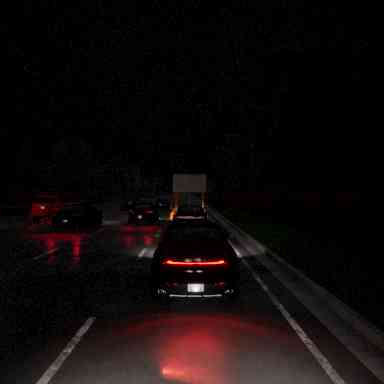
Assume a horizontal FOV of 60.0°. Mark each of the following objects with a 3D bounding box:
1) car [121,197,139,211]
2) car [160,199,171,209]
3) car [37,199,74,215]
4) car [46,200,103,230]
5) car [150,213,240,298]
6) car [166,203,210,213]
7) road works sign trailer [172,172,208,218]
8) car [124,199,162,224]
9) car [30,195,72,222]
[{"bbox_3d":[-7.200,1.355,40.557,2.097,1.767,4.553,0,0,-1],"label":"car"},{"bbox_3d":[-3.717,1.547,41.651,2.033,1.411,5.357,0,0,0],"label":"car"},{"bbox_3d":[-14.153,1.506,34.775,1.837,1.490,4.892,0,0,0],"label":"car"},{"bbox_3d":[-7.041,1.478,20.926,1.882,1.535,5.008,0,0,0],"label":"car"},{"bbox_3d":[0.053,1.505,8.506,1.837,1.490,4.892,0,0,0],"label":"car"},{"bbox_3d":[-0.050,1.488,18.893,2.128,1.511,4.902,0,0,1],"label":"car"},{"bbox_3d":[-0.171,0.464,22.763,2.380,3.560,2.880,0,0,-3],"label":"road works sign trailer"},{"bbox_3d":[-3.574,1.526,24.996,1.812,1.442,4.674,0,0,0],"label":"car"},{"bbox_3d":[-10.583,1.223,26.180,2.150,2.045,5.566,0,0,-1],"label":"car"}]
